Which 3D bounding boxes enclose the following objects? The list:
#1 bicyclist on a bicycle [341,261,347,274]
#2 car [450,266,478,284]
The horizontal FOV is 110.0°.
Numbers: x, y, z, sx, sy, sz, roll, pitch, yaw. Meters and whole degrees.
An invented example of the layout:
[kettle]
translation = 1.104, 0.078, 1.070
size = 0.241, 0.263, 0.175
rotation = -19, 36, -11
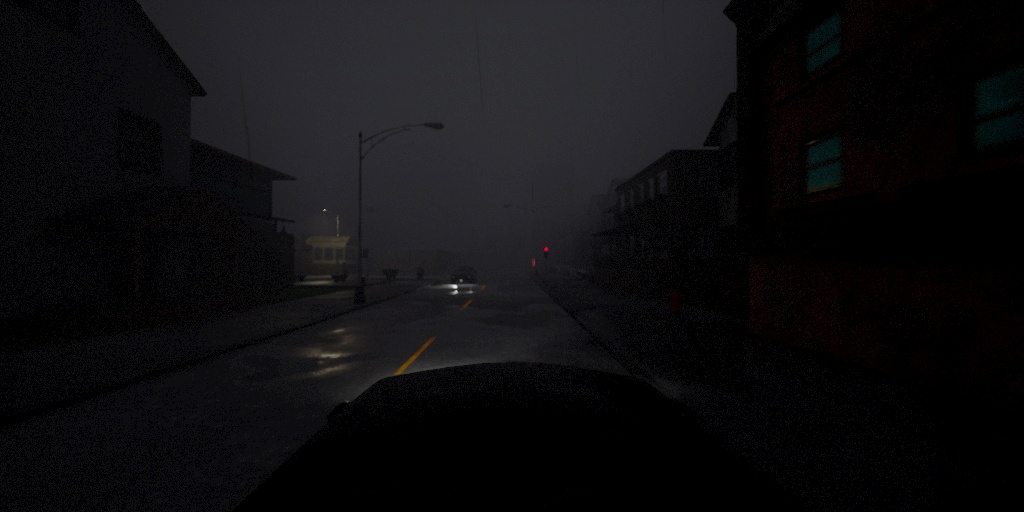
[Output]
[bicyclist on a bicycle]
translation = -21.746, 1.521, 46.418
size = 0.582, 1.620, 1.656
rotation = 0, 0, 0
[car]
translation = -4.003, 1.572, 30.863
size = 2.033, 1.411, 5.357
rotation = 0, -1, 0
